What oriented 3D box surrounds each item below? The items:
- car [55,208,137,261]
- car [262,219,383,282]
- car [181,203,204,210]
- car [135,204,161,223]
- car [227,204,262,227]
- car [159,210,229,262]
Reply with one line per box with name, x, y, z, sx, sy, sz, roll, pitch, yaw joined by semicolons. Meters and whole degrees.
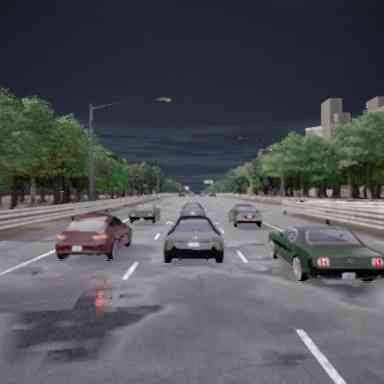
car;-3.430;1.533;12.250;1.812;1.442;4.674;0;0;0
car;3.556;1.607;9.706;1.895;1.301;4.718;0;0;1
car;0.061;1.552;27.110;1.994;1.385;4.181;0;0;0
car;-3.449;1.596;25.194;1.895;1.301;4.718;0;0;0
car;3.532;1.549;22.863;2.033;1.411;5.357;0;0;0
car;0.068;1.571;12.158;1.994;1.385;4.181;0;0;0
